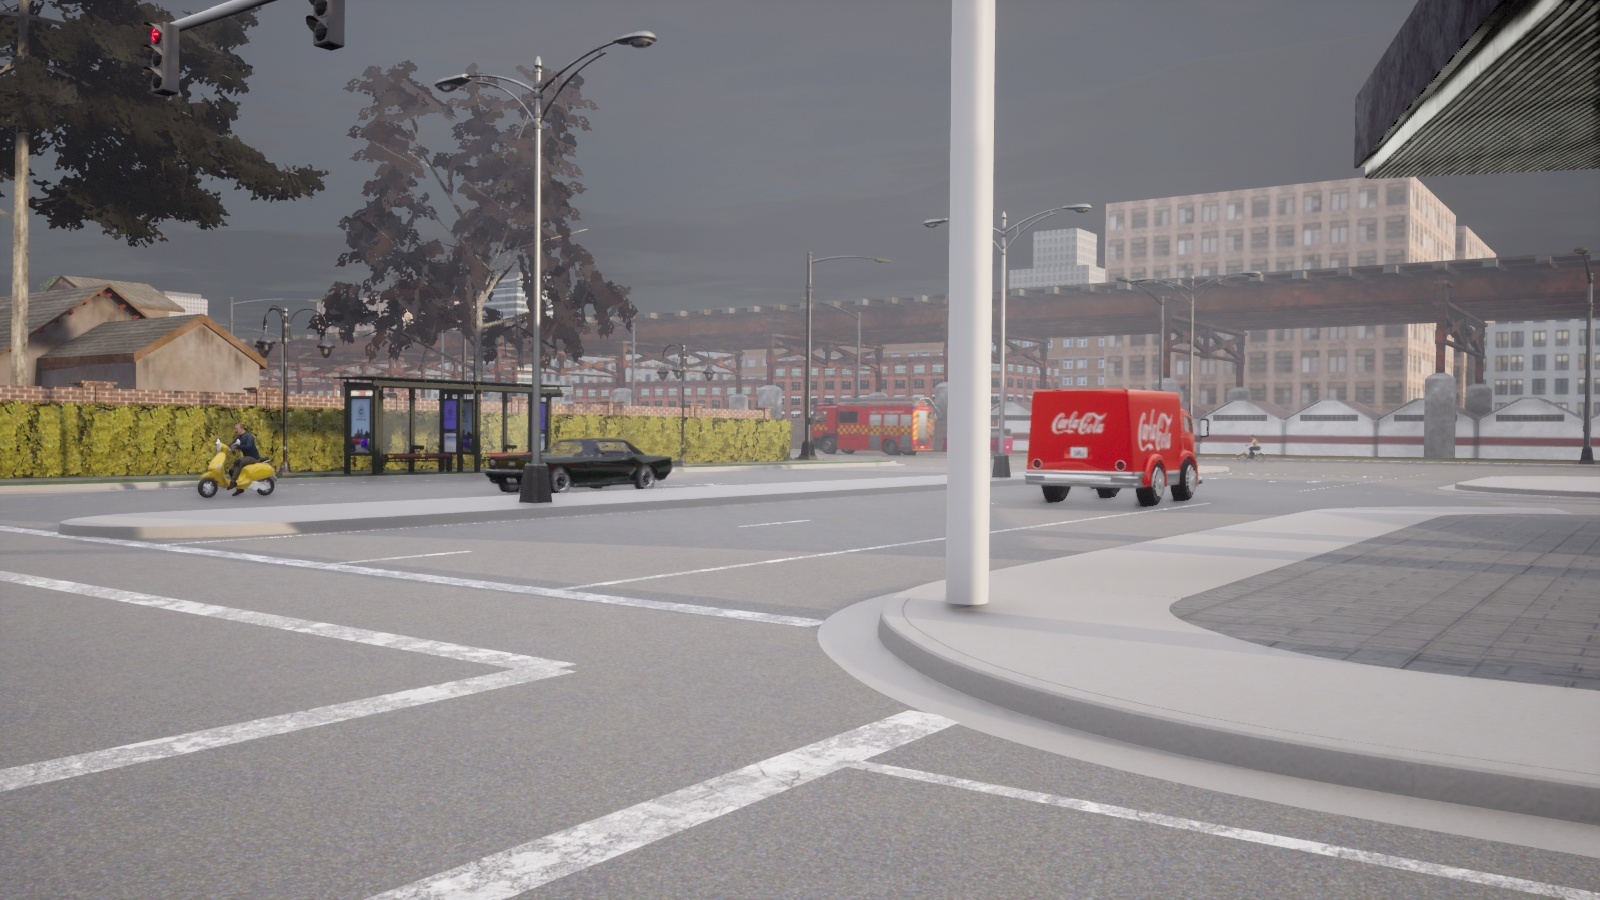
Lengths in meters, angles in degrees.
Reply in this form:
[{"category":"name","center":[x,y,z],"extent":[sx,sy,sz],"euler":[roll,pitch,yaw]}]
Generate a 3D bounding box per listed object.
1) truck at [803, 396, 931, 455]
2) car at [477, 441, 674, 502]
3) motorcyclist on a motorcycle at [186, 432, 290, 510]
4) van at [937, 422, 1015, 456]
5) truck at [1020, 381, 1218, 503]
[{"category":"truck","center":[4.503,-1.646,85.725],"extent":[8.468,3.827,2.891],"euler":[0,1,35]},{"category":"car","center":[-5.301,0.467,30.264],"extent":[1.895,1.301,4.718],"euler":[0,1,35]},{"category":"motorcyclist on a motorcycle","center":[-11.985,0.427,26.842],"extent":[0.866,1.590,1.817],"euler":[0,1,35]},{"category":"van","center":[10.783,-0.665,77.029],"extent":[4.442,1.987,1.775],"euler":[0,1,35]},{"category":"truck","center":[7.268,-0.206,28.166],"extent":[2.627,2.467,5.204],"euler":[0,1,35]}]
